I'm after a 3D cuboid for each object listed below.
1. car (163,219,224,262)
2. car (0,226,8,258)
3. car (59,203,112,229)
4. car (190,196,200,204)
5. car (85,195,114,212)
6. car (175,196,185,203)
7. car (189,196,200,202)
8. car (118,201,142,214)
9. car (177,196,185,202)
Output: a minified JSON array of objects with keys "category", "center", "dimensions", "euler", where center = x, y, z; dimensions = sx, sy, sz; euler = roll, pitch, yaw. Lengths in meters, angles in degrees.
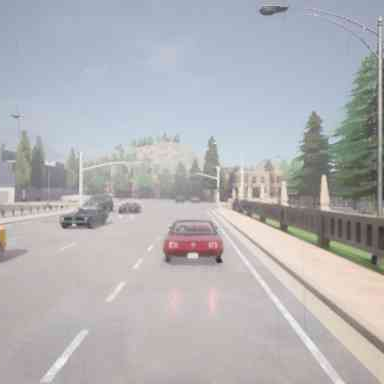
[{"category":"car","center":[0.049,1.654,12.315],"dimensions":[1.895,1.301,4.718],"euler":[0,0,0]},{"category":"car","center":[-7.066,1.483,8.967],"dimensions":[1.882,1.535,5.008],"euler":[0,0,0]},{"category":"car","center":[-6.978,1.661,21.904],"dimensions":[1.895,1.301,4.718],"euler":[0,0,1]},{"category":"car","center":[0.745,1.848,75.543],"dimensions":[2.128,1.511,4.902],"euler":[0,0,0]},{"category":"car","center":[-10.325,1.320,37.292],"dimensions":[2.150,2.045,5.566],"euler":[0,0,0]},{"category":"car","center":[-2.755,1.805,75.553],"dimensions":[1.837,1.490,4.892],"euler":[0,0,0]},{"category":"car","center":[0.592,1.846,85.888],"dimensions":[2.033,1.411,5.357],"euler":[0,0,-6]},{"category":"car","center":[-6.832,1.692,37.093],"dimensions":[1.994,1.385,4.181],"euler":[0,0,0]},{"category":"car","center":[-2.902,1.815,85.681],"dimensions":[1.812,1.442,4.674],"euler":[0,0,-6]}]
